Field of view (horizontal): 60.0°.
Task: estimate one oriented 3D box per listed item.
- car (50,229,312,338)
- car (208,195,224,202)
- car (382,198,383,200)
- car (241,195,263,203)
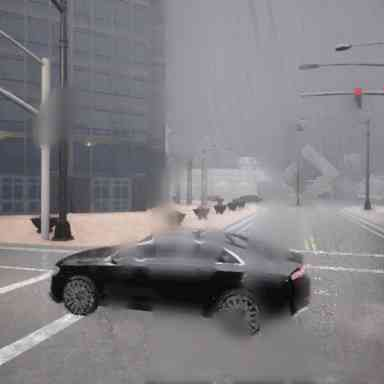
[{"bbox_3d":[-0.331,1.473,6.312,4.902,1.511,2.128,0,0,17],"label":"car"},{"bbox_3d":[4.740,1.316,66.055,1.994,1.385,4.181,0,0,-23],"label":"car"},{"bbox_3d":[47.322,1.461,77.166,2.033,1.411,5.357,0,0,-34],"label":"car"},{"bbox_3d":[11.151,1.304,62.363,1.837,1.490,4.892,-1,1,-38],"label":"car"}]
